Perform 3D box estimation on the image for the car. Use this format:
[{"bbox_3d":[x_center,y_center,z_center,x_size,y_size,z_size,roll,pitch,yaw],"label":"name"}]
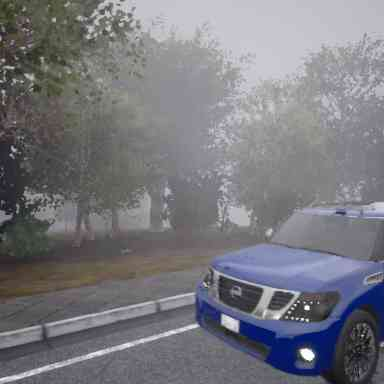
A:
[{"bbox_3d":[2.710,1.226,5.603,5.566,2.045,2.150,0,0,-35],"label":"car"}]
